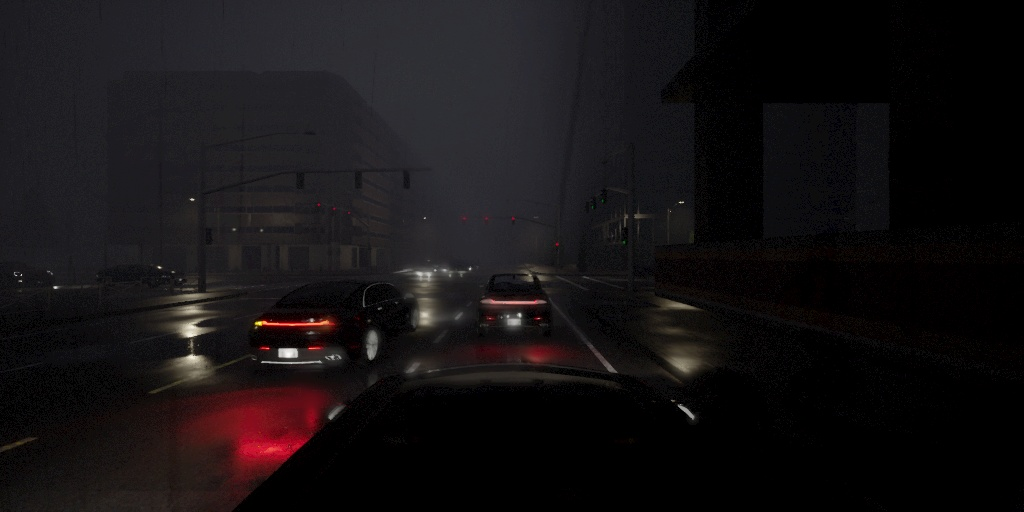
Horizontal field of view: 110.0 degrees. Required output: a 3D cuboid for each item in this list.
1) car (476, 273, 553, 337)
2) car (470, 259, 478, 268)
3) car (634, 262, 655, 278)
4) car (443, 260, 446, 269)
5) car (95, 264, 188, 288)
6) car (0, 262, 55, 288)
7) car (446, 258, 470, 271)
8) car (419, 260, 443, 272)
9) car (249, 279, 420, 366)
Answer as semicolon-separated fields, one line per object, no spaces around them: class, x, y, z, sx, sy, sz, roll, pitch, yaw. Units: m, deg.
car;0.059;1.242;10.297;2.128;1.511;4.902;0;0;0
car;-7.405;1.314;60.354;1.994;1.385;4.181;0;0;1
car;13.949;1.297;34.287;4.902;1.511;2.128;0;0;0
car;-10.949;1.351;56.911;1.895;1.301;4.718;0;0;1
car;-24.323;1.297;23.655;4.902;1.511;2.128;0;0;0
car;-33.393;1.157;23.673;4.553;1.767;2.097;0;0;0
car;-7.486;1.228;50.337;1.882;1.535;5.008;0;0;0
car;-10.980;1.241;47.566;2.128;1.511;4.902;0;0;0
car;-3.451;1.255;7.977;1.837;1.490;4.892;0;0;0
